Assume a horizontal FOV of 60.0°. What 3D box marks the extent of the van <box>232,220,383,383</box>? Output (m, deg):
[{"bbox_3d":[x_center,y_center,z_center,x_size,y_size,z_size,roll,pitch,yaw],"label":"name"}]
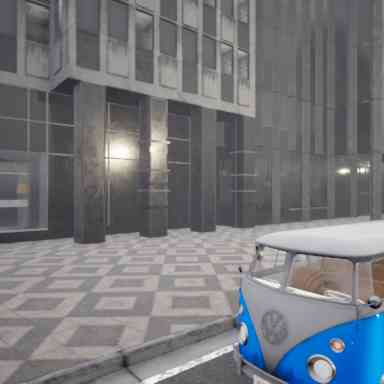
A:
[{"bbox_3d":[2.333,1.343,4.495,3.998,1.788,1.690,0,0,-39],"label":"van"}]
